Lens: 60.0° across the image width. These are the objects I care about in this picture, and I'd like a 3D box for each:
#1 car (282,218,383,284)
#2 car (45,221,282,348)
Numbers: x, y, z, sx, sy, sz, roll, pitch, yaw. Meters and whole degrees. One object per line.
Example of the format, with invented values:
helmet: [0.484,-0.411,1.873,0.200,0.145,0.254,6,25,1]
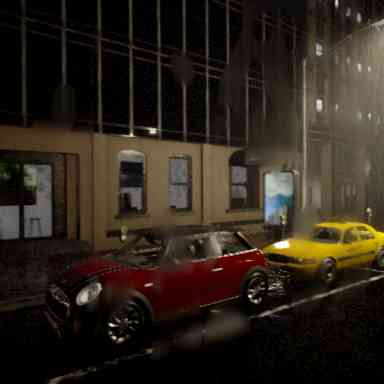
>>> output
car: [3.957,1.457,9.380,4.829,1.417,1.752,-1,0,-35]
car: [-0.504,1.416,6.200,4.097,1.590,1.967,-1,0,-35]
